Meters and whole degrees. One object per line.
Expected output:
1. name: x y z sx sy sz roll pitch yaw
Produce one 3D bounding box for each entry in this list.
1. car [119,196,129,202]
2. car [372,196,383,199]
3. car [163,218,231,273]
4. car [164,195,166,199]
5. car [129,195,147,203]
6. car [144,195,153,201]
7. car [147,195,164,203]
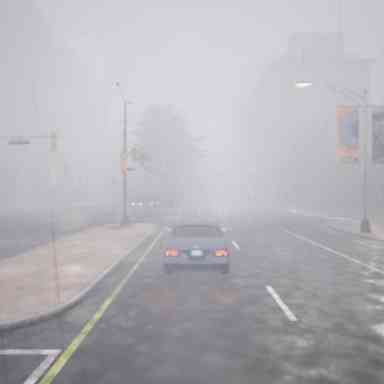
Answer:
1. car: -14.256 1.519 71.319 1.895 1.301 4.718 0 0 0
2. car: 38.447 1.425 72.347 2.231 1.521 4.892 0 0 0
3. car: 0.145 1.536 10.590 2.033 1.411 5.357 0 0 1
4. car: -7.418 1.455 83.979 2.033 1.411 5.357 0 0 0
5. car: -11.027 1.524 68.424 1.895 1.301 4.718 0 0 0
6. car: -10.918 1.438 83.995 1.812 1.442 4.674 0 0 0
7. car: -7.527 1.483 68.477 1.994 1.385 4.181 0 0 0
